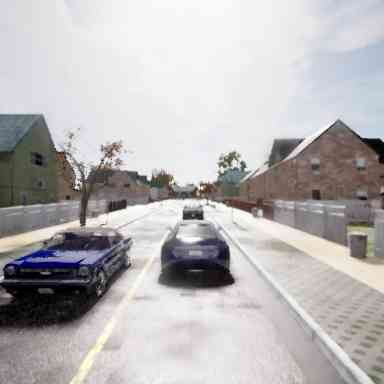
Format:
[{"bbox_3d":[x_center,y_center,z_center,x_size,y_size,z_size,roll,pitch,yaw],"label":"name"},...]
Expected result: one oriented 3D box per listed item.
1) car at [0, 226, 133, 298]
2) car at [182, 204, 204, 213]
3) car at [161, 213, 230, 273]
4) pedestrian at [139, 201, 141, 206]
[{"bbox_3d":[-2.850,1.630,8.687,1.895,1.301,4.718,0,0,0],"label":"car"},{"bbox_3d":[0.099,1.723,30.810,1.895,1.301,4.718,0,0,0],"label":"car"},{"bbox_3d":[0.096,1.601,10.833,1.994,1.385,4.181,0,0,0],"label":"car"},{"bbox_3d":[-9.911,2.138,63.341,0.500,1.100,0.500,0,-2,5],"label":"pedestrian"}]
